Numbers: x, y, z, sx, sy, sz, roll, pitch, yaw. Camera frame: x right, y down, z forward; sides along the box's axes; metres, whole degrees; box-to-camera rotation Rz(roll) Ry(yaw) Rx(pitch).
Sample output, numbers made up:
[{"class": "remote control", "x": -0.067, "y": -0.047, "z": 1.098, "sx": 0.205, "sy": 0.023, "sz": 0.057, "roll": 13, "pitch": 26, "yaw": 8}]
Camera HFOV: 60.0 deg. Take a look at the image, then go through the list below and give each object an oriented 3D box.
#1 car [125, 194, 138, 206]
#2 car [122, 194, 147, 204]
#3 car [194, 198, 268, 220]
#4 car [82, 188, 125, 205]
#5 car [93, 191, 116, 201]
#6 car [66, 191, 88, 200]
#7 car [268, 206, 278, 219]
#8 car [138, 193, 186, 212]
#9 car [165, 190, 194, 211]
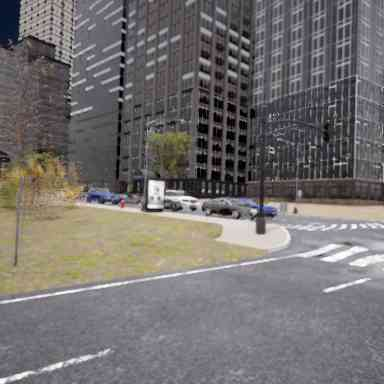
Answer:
[{"class": "car", "x": -8.660, "y": 0.955, "z": 43.146, "sx": 1.812, "sy": 1.442, "sz": 4.674, "roll": 3, "pitch": -1, "yaw": -40}, {"class": "car", "x": -9.383, "y": 1.092, "z": 54.035, "sx": 1.812, "sy": 1.442, "sz": 4.674, "roll": 3, "pitch": -1, "yaw": -41}, {"class": "car", "x": 2.737, "y": 1.184, "z": 24.457, "sx": 2.128, "sy": 1.511, "sz": 4.902, "roll": 3, "pitch": -1, "yaw": -39}, {"class": "car", "x": -10.980, "y": 0.507, "z": 40.905, "sx": 2.150, "sy": 2.045, "sz": 5.566, "roll": 3, "pitch": -1, "yaw": -40}, {"class": "car", "x": -16.203, "y": 0.720, "z": 61.536, "sx": 2.097, "sy": 1.767, "sz": 4.553, "roll": 4, "pitch": -1, "yaw": -43}, {"class": "car", "x": -21.731, "y": 0.623, "z": 62.817, "sx": 2.128, "sy": 1.511, "sz": 4.902, "roll": 4, "pitch": -1, "yaw": -43}, {"class": "car", "x": 4.681, "y": 1.301, "z": 27.226, "sx": 1.882, "sy": 1.535, "sz": 5.008, "roll": 3, "pitch": -1, "yaw": -39}, {"class": "car", "x": -2.908, "y": 1.088, "z": 31.344, "sx": 1.994, "sy": 1.385, "sz": 4.181, "roll": 3, "pitch": -1, "yaw": -40}, {"class": "car", "x": -1.601, "y": 0.859, "z": 34.873, "sx": 2.150, "sy": 2.045, "sz": 5.566, "roll": 3, "pitch": -1, "yaw": -40}]
